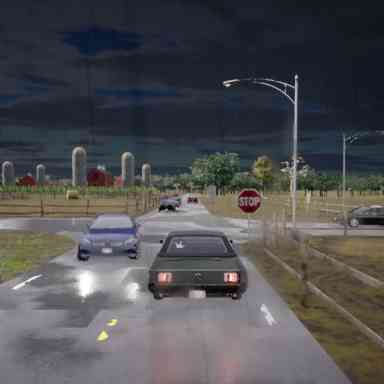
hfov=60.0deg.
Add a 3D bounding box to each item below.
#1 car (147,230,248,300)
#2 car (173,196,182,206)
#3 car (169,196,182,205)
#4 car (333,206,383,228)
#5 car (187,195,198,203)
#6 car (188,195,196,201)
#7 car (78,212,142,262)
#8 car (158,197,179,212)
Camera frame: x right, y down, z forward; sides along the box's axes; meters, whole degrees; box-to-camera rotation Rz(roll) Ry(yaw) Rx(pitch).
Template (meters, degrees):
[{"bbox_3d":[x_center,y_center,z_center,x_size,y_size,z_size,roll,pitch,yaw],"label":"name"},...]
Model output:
[{"bbox_3d":[0.107,1.597,8.339,1.895,1.301,4.718,0,0,0],"label":"car"},{"bbox_3d":[-2.818,1.516,48.224,1.994,1.385,4.181,0,0,0],"label":"car"},{"bbox_3d":[-2.798,1.479,58.698,2.033,1.411,5.357,0,0,0],"label":"car"},{"bbox_3d":[12.716,1.748,23.929,4.892,1.490,1.837,1,1,0],"label":"car"},{"bbox_3d":[0.132,1.396,65.170,1.882,1.535,5.008,0,-1,0],"label":"car"},{"bbox_3d":[0.039,1.439,78.580,1.994,1.385,4.181,0,0,0],"label":"car"},{"bbox_3d":[-2.849,1.520,12.383,1.812,1.442,4.674,1,0,-7],"label":"car"},{"bbox_3d":[-2.784,1.570,38.151,1.895,1.301,4.718,0,0,-1],"label":"car"}]
